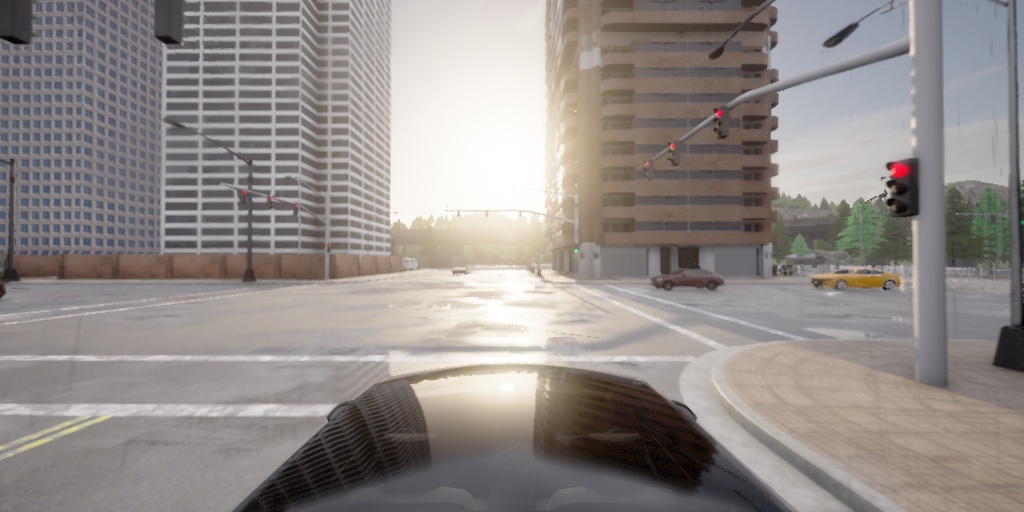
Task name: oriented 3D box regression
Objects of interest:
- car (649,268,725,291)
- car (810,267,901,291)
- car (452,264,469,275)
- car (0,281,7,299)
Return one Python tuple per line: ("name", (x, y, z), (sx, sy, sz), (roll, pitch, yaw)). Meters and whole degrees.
("car", (11.728, 1.550, 24.129), (4.674, 1.442, 1.812), (0, -1, 2))
("car", (22.853, 1.500, 23.989), (5.008, 1.535, 1.882), (0, -1, 1))
("car", (-6.985, 1.838, 49.445), (2.033, 1.411, 5.357), (0, -1, 0))
("car", (-27.477, 1.416, 17.130), (5.008, 1.535, 1.882), (0, -1, 0))
